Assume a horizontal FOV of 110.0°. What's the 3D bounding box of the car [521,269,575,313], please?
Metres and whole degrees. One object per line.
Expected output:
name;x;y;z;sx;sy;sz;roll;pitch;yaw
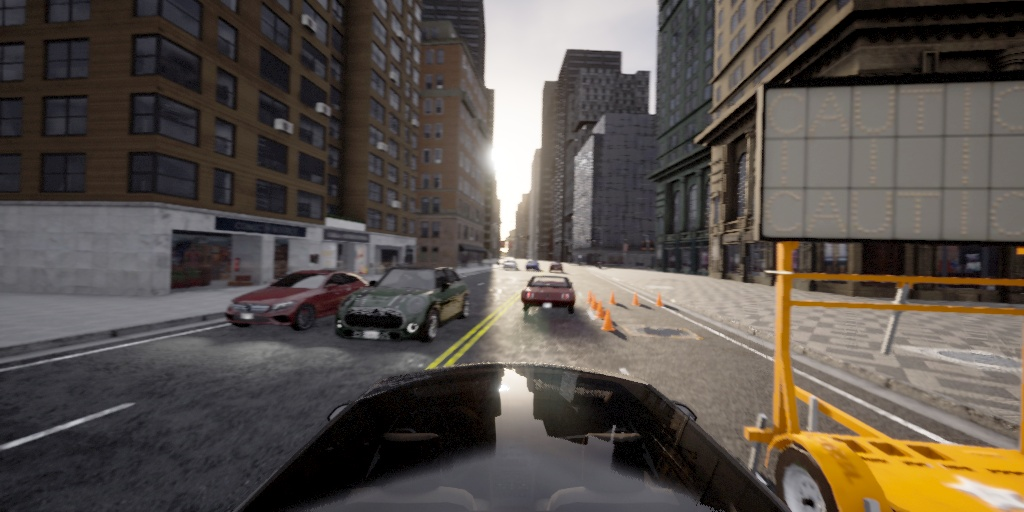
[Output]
car;1.514;1.400;14.447;1.895;1.301;4.718;2;0;7

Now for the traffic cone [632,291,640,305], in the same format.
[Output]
traffic cone;5.485;1.864;15.897;0.340;0.580;0.340;0;0;7

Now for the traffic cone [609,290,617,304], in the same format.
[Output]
traffic cone;4.493;1.837;16.027;0.340;0.580;0.340;0;0;7

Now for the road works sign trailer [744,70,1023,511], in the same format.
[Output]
road works sign trailer;3.202;0.303;3.103;2.380;3.560;2.880;0;0;8

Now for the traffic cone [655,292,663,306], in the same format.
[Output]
traffic cone;6.476;1.891;15.767;0.340;0.580;0.340;0;0;7

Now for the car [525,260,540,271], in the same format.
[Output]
car;2.992;1.344;52.012;1.882;1.535;5.008;2;0;8

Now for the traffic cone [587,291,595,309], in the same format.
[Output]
traffic cone;3.243;1.802;14.173;0.340;0.580;0.340;0;0;7

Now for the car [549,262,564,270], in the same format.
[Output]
car;6.059;1.473;49.184;1.812;1.442;4.674;2;0;7

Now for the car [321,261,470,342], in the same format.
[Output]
car;-2.592;1.035;9.597;2.097;1.767;4.553;2;0;7

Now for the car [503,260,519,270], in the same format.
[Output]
car;-0.182;1.305;52.781;1.812;1.442;4.674;2;0;8

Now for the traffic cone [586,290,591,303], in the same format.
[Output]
traffic cone;3.503;1.810;16.157;0.340;0.580;0.340;0;0;7

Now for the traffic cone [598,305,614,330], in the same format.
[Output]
traffic cone;2.725;1.785;10.208;0.340;0.580;0.340;0;0;7

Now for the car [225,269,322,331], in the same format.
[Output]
car;-5.753;1.123;10.513;1.812;1.442;4.674;2;0;7

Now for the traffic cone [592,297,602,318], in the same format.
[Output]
traffic cone;2.984;1.793;12.190;0.340;0.580;0.340;0;0;7
